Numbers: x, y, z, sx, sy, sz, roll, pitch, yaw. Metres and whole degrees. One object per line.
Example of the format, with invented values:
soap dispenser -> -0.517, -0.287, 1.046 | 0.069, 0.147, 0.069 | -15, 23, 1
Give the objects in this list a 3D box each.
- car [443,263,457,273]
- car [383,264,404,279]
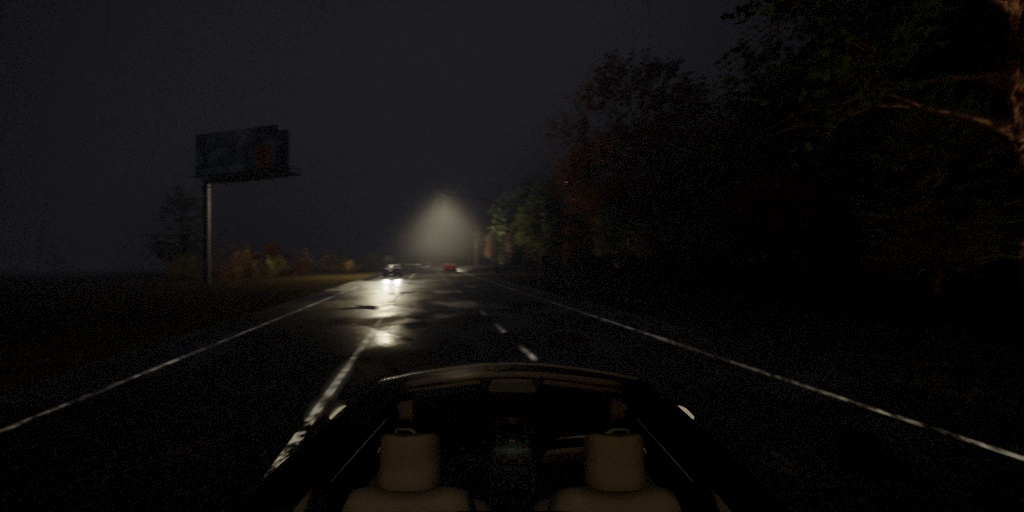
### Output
car -> -9.565, 1.734, 55.047 | 1.882, 1.535, 5.008 | -1, 0, -14
car -> -12.731, 1.668, 38.506 | 2.128, 1.511, 4.902 | -1, 0, -14
